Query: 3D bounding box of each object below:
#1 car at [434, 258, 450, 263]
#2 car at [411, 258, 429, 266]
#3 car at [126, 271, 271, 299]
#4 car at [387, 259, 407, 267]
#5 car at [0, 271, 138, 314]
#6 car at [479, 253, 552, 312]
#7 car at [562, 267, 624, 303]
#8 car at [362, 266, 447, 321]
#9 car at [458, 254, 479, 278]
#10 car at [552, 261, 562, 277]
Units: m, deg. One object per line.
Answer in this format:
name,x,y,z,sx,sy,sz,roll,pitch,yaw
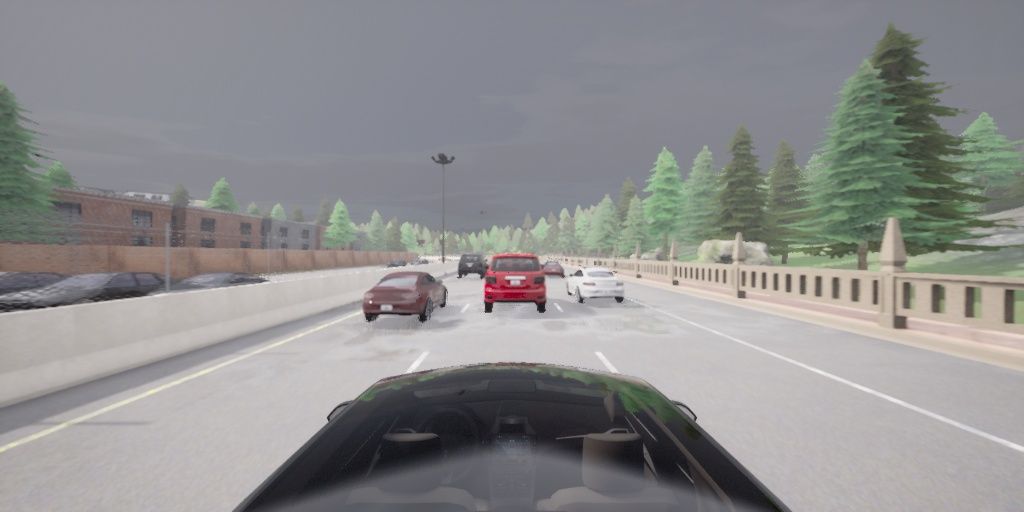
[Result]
car,-10.532,0.995,54.644,1.882,1.535,5.008,0,0,0
car,-14.024,1.006,55.108,2.128,1.511,4.902,0,0,0
car,-10.594,1.264,12.920,1.994,1.385,4.181,0,0,0
car,-17.522,1.079,54.823,1.994,1.385,4.181,0,0,0
car,-14.094,1.248,12.627,2.033,1.411,5.357,0,0,0
car,0.107,0.919,14.143,2.150,2.045,5.566,0,0,0
car,3.609,1.214,15.994,1.812,1.442,4.674,0,0,0
car,-3.403,1.230,12.028,1.812,1.442,4.674,0,0,0
car,-3.382,0.843,31.455,2.150,2.045,5.566,0,0,0
car,3.619,1.178,33.173,1.994,1.385,4.181,0,0,0
